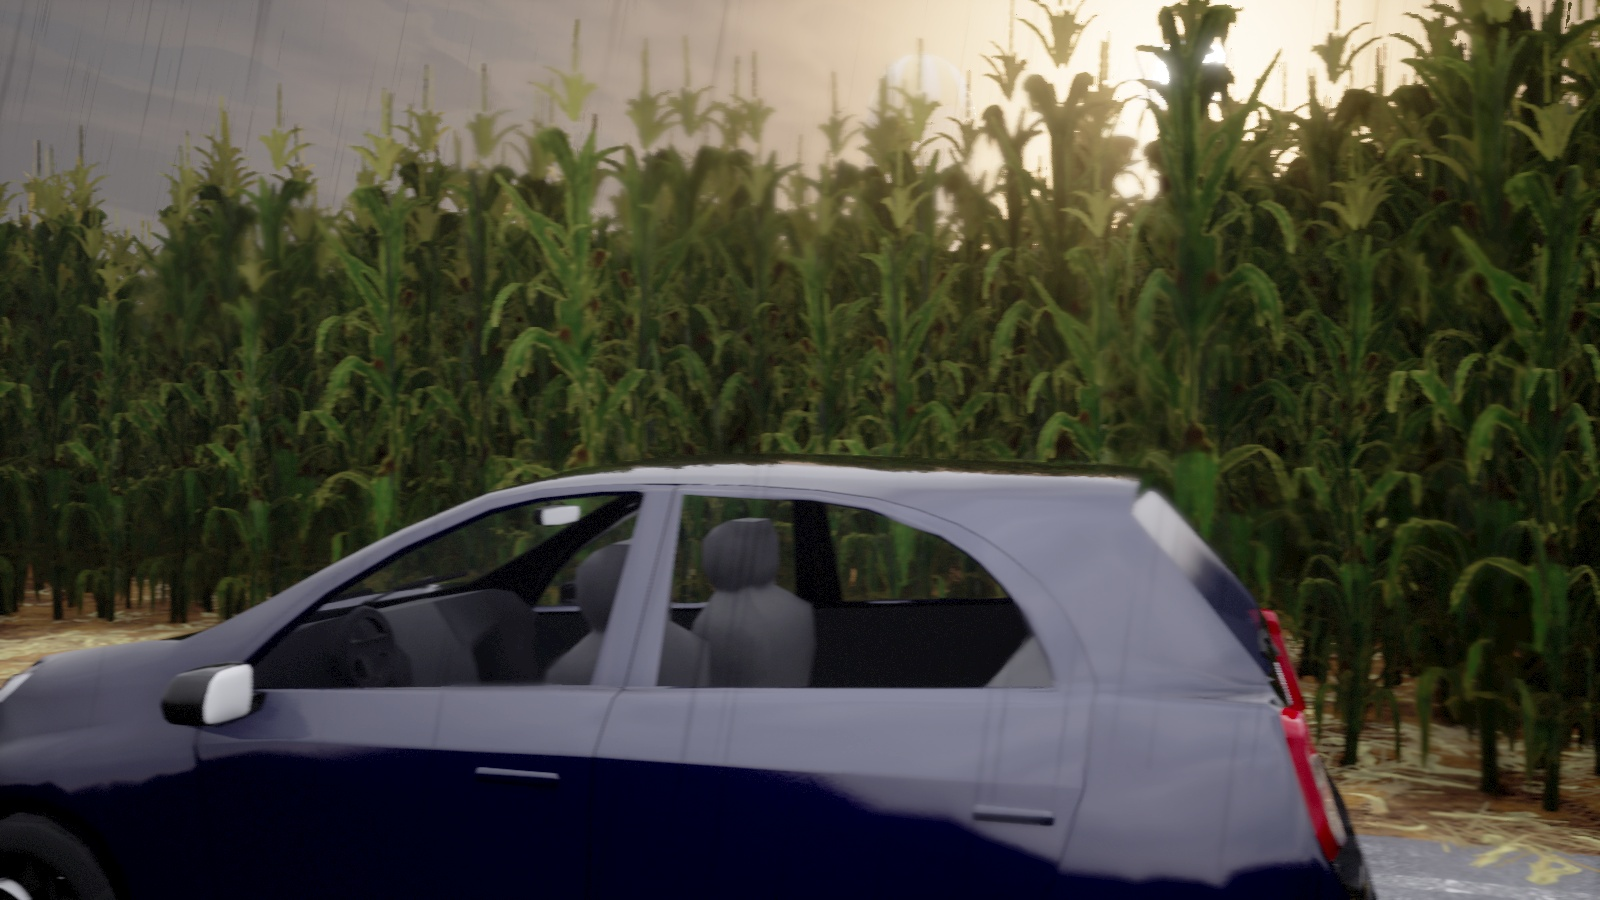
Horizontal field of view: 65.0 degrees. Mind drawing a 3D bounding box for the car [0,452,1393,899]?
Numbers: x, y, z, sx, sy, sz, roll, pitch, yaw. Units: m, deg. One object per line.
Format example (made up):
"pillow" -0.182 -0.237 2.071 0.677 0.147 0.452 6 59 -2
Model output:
"car" -0.529 0.785 3.371 3.633 1.501 1.845 1 1 19
